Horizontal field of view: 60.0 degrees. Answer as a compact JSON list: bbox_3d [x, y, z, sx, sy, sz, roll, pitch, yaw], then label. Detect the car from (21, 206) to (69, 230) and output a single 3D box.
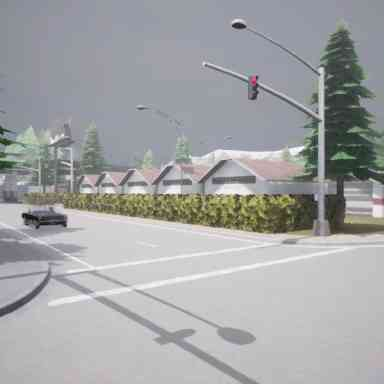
[{"bbox_3d":[-9.549,1.592,21.464,1.895,1.301,4.718,0,0,-37],"label":"car"}]
